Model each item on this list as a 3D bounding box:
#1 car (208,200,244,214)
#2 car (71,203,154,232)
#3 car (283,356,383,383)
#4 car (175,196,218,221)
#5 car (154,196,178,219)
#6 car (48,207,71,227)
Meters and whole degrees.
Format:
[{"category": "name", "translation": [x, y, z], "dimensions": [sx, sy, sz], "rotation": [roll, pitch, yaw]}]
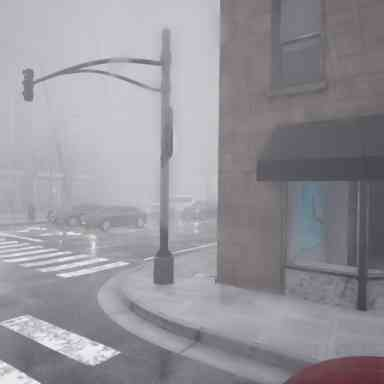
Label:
[{"category": "car", "translation": [4.221, 1.731, 39.995], "dimensions": [2.128, 1.511, 4.902], "rotation": [1, 0, 36]}, {"category": "car", "translation": [-4.961, 1.615, 21.529], "dimensions": [1.837, 1.490, 4.892], "rotation": [1, 0, 35]}, {"category": "car", "translation": [2.434, 1.545, 1.217], "dimensions": [4.507, 1.381, 1.887], "rotation": [0, 1, 35]}, {"category": "car", "translation": [0.943, 1.550, 29.810], "dimensions": [2.097, 1.767, 4.553], "rotation": [1, 0, 36]}, {"category": "car", "translation": [-1.751, 1.372, 31.636], "dimensions": [2.150, 2.045, 5.566], "rotation": [1, 0, 35]}, {"category": "car", "translation": [-7.612, 1.568, 23.409], "dimensions": [1.837, 1.490, 4.892], "rotation": [1, 0, 35]}]
